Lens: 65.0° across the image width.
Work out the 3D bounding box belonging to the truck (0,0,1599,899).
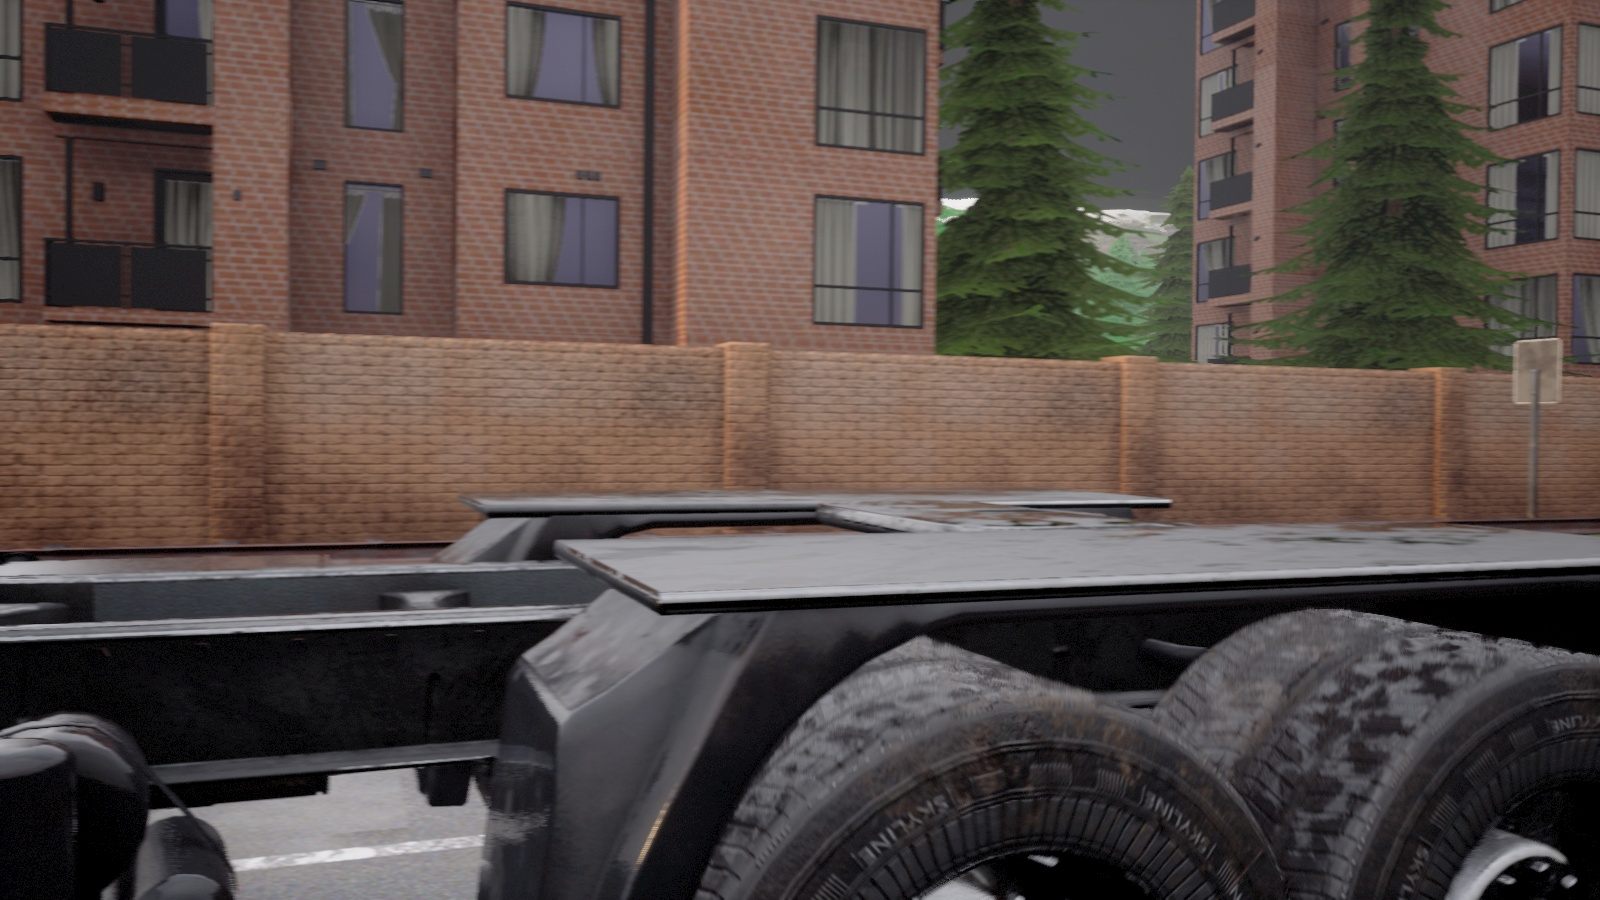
[{"bbox_3d":[-1.506,-0.211,2.655,7.936,3.462,2.891,-1,1,-21],"label":"truck"}]
